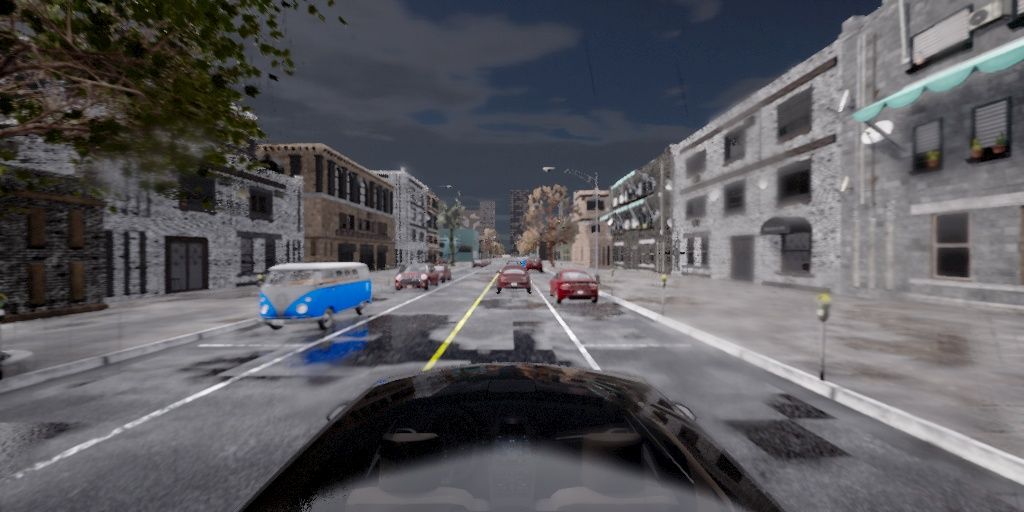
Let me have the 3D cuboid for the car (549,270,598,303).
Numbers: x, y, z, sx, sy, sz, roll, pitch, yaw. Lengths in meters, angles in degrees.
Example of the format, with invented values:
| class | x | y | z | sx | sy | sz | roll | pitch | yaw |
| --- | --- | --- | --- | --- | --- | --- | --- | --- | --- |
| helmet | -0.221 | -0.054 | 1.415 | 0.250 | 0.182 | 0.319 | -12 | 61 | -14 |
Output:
| class | x | y | z | sx | sy | sz | roll | pitch | yaw |
| --- | --- | --- | --- | --- | --- | --- | --- | --- | --- |
| car | 2.698 | 1.294 | 16.361 | 1.888 | 1.381 | 4.507 | 0 | 0 | 0 |

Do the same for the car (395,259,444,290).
| class | x | y | z | sx | sy | sz | roll | pitch | yaw |
| --- | --- | --- | --- | --- | --- | --- | --- | --- | --- |
| car | -5.682 | 1.188 | 21.907 | 1.967 | 1.591 | 4.097 | 0 | 0 | 0 |

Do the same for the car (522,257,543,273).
| class | x | y | z | sx | sy | sz | roll | pitch | yaw |
| --- | --- | --- | --- | --- | --- | --- | --- | --- | --- |
| car | 2.704 | 1.060 | 44.081 | 2.192 | 1.841 | 5.009 | 0 | 0 | 0 |

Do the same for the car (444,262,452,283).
| class | x | y | z | sx | sy | sz | roll | pitch | yaw |
| --- | --- | --- | --- | --- | --- | --- | --- | --- | --- |
| car | -5.681 | 1.330 | 27.451 | 1.802 | 1.307 | 4.207 | 0 | 0 | 0 |

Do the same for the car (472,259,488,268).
| class | x | y | z | sx | sy | sz | roll | pitch | yaw |
| --- | --- | --- | --- | --- | --- | --- | --- | --- | --- |
| car | -5.673 | 1.289 | 60.715 | 1.888 | 1.381 | 4.507 | 0 | 0 | 0 |

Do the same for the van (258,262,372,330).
| class | x | y | z | sx | sy | sz | roll | pitch | yaw |
| --- | --- | --- | --- | --- | --- | --- | --- | --- | --- |
| van | -5.685 | 1.091 | 10.819 | 1.690 | 1.789 | 3.998 | 0 | 0 | 0 |

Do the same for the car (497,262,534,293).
| class | x | y | z | sx | sy | sz | roll | pitch | yaw |
| --- | --- | --- | --- | --- | --- | --- | --- | --- | --- |
| car | 0.105 | 1.274 | 20.629 | 1.812 | 1.442 | 4.674 | 0 | 0 | 0 |
